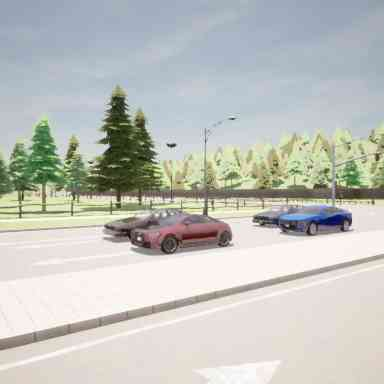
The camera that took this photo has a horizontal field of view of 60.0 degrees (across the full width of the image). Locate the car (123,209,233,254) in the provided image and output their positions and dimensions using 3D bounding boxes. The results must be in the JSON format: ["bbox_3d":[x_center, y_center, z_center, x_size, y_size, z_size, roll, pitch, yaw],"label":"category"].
[{"bbox_3d":[-0.345,1.564,13.546,4.181,1.385,1.994,0,0,-36],"label":"car"}]

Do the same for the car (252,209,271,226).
[{"bbox_3d":[6.531,1.547,22.643,5.357,1.411,2.033,0,0,-35],"label":"car"}]

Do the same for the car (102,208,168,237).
[{"bbox_3d":[-1.705,1.547,16.869,5.357,1.411,2.033,0,0,-35],"label":"car"}]

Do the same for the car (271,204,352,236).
[{"bbox_3d":[6.990,1.478,18.700,5.008,1.535,1.882,0,0,-35],"label":"car"}]
